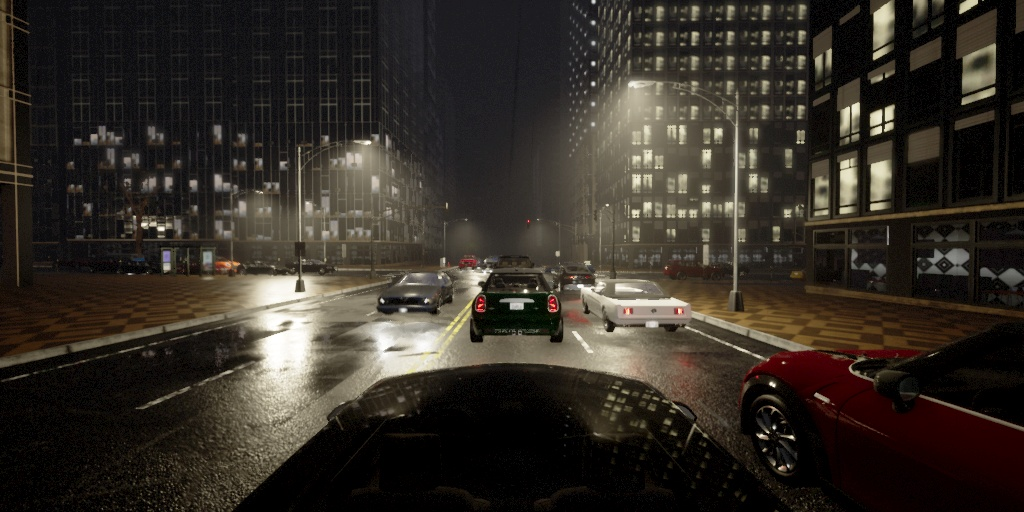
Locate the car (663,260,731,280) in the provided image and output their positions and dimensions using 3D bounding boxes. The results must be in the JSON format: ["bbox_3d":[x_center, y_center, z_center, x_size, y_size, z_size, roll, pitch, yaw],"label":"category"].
[{"bbox_3d":[16.225,1.266,32.175,5.009,1.841,2.192,0,0,1],"label":"car"}]

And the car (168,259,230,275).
[{"bbox_3d":[-28.383,1.136,32.883,4.207,1.307,1.802,0,0,1],"label":"car"}]

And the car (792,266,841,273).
[{"bbox_3d":[27.673,1.576,31.966,4.829,1.417,1.751,0,0,1],"label":"car"}]

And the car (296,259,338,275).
[{"bbox_3d":[-19.774,1.079,35.389,4.902,1.511,2.128,1,1,1],"label":"car"}]

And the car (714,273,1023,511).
[{"bbox_3d":[3.350,1.102,1.778,2.097,1.767,4.553,0,0,0],"label":"car"}]

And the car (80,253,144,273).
[{"bbox_3d":[-39.386,0.762,35.813,4.553,1.767,2.097,1,1,1],"label":"car"}]

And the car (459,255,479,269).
[{"bbox_3d":[-6.543,0.932,53.938,2.150,2.045,5.566,0,0,0],"label":"car"}]

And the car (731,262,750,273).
[{"bbox_3d":[22.287,1.415,37.841,4.892,1.490,1.837,0,1,1],"label":"car"}]

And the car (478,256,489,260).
[{"bbox_3d":[-3.291,1.203,52.402,2.128,1.511,4.902,0,0,0],"label":"car"}]

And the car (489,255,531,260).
[{"bbox_3d":[0.118,0.962,19.560,2.150,2.045,5.566,0,0,0],"label":"car"}]

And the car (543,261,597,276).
[{"bbox_3d":[6.094,1.316,38.131,5.357,1.411,2.033,1,1,1],"label":"car"}]

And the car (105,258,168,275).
[{"bbox_3d":[-34.063,1.067,33.062,4.313,1.339,1.948,0,0,1],"label":"car"}]

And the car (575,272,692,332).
[{"bbox_3d":[3.360,1.346,10.796,1.895,1.301,4.718,0,0,0],"label":"car"}]

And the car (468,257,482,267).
[{"bbox_3d":[-6.497,1.050,63.536,2.097,1.767,4.553,0,0,0],"label":"car"}]

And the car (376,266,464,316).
[{"bbox_3d":[-3.344,1.291,13.689,2.033,1.411,5.357,0,0,0],"label":"car"}]

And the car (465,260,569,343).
[{"bbox_3d":[0.108,1.098,9.848,2.097,1.767,4.553,0,0,0],"label":"car"}]

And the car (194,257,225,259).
[{"bbox_3d":[-29.392,0.853,35.593,4.553,1.767,2.097,1,1,1],"label":"car"}]

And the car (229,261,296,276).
[{"bbox_3d":[-22.699,1.171,32.744,4.313,1.339,1.948,0,0,1],"label":"car"}]

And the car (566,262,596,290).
[{"bbox_3d":[3.369,1.244,20.053,1.837,1.490,4.892,0,0,0],"label":"car"}]
